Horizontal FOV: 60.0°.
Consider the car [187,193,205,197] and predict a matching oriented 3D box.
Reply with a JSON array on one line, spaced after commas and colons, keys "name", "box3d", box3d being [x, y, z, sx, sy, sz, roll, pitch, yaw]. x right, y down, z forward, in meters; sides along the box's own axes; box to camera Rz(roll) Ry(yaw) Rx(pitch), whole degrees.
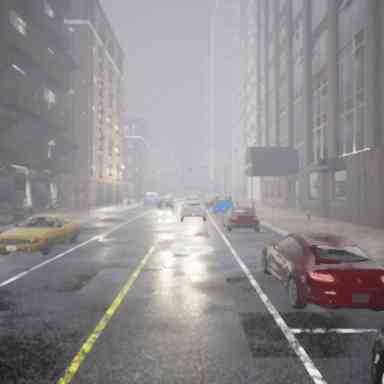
[{"name": "car", "box3d": [0.097, 1.213, 41.432, 2.163, 1.488, 4.792, 0, 0, 0]}]

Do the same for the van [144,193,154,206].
[{"name": "van", "box3d": [-5.765, 1.011, 46.978, 1.690, 1.788, 3.998, 1, 0, 0]}]

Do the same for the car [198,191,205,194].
[{"name": "car", "box3d": [2.693, 0.941, 90.552, 1.802, 1.307, 4.206, 1, 0, 0]}]

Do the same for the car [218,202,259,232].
[{"name": "car", "box3d": [2.700, 1.451, 18.693, 1.802, 1.307, 4.206, 1, 0, 0]}]

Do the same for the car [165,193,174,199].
[{"name": "car", "box3d": [-5.686, 0.951, 84.895, 2.008, 1.369, 4.403, 1, 0, 0]}]

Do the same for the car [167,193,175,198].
[{"name": "car", "box3d": [-5.686, 0.910, 90.549, 2.008, 1.369, 4.403, 1, 0, 0]}]

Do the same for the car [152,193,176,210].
[{"name": "car", "box3d": [-3.056, 1.221, 38.764, 2.128, 1.511, 4.902, 0, 0, 0]}]

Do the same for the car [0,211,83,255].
[{"name": "car", "box3d": [-5.678, 1.436, 12.873, 1.752, 1.417, 4.829, 1, 0, 0]}]

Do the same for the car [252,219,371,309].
[{"name": "car", "box3d": [2.701, 1.530, 7.390, 1.802, 1.307, 4.206, 1, 0, 0]}]

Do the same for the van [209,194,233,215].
[{"name": "van", "box3d": [2.703, 1.131, 29.994, 1.690, 1.788, 3.998, 1, 0, 0]}]

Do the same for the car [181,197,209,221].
[{"name": "car", "box3d": [0.105, 1.347, 25.458, 1.812, 1.442, 4.674, 0, 1, 0]}]

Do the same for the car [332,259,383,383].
[{"name": "car", "box3d": [2.702, 1.538, 1.740, 2.008, 1.369, 4.403, 1, 0, 0]}]
